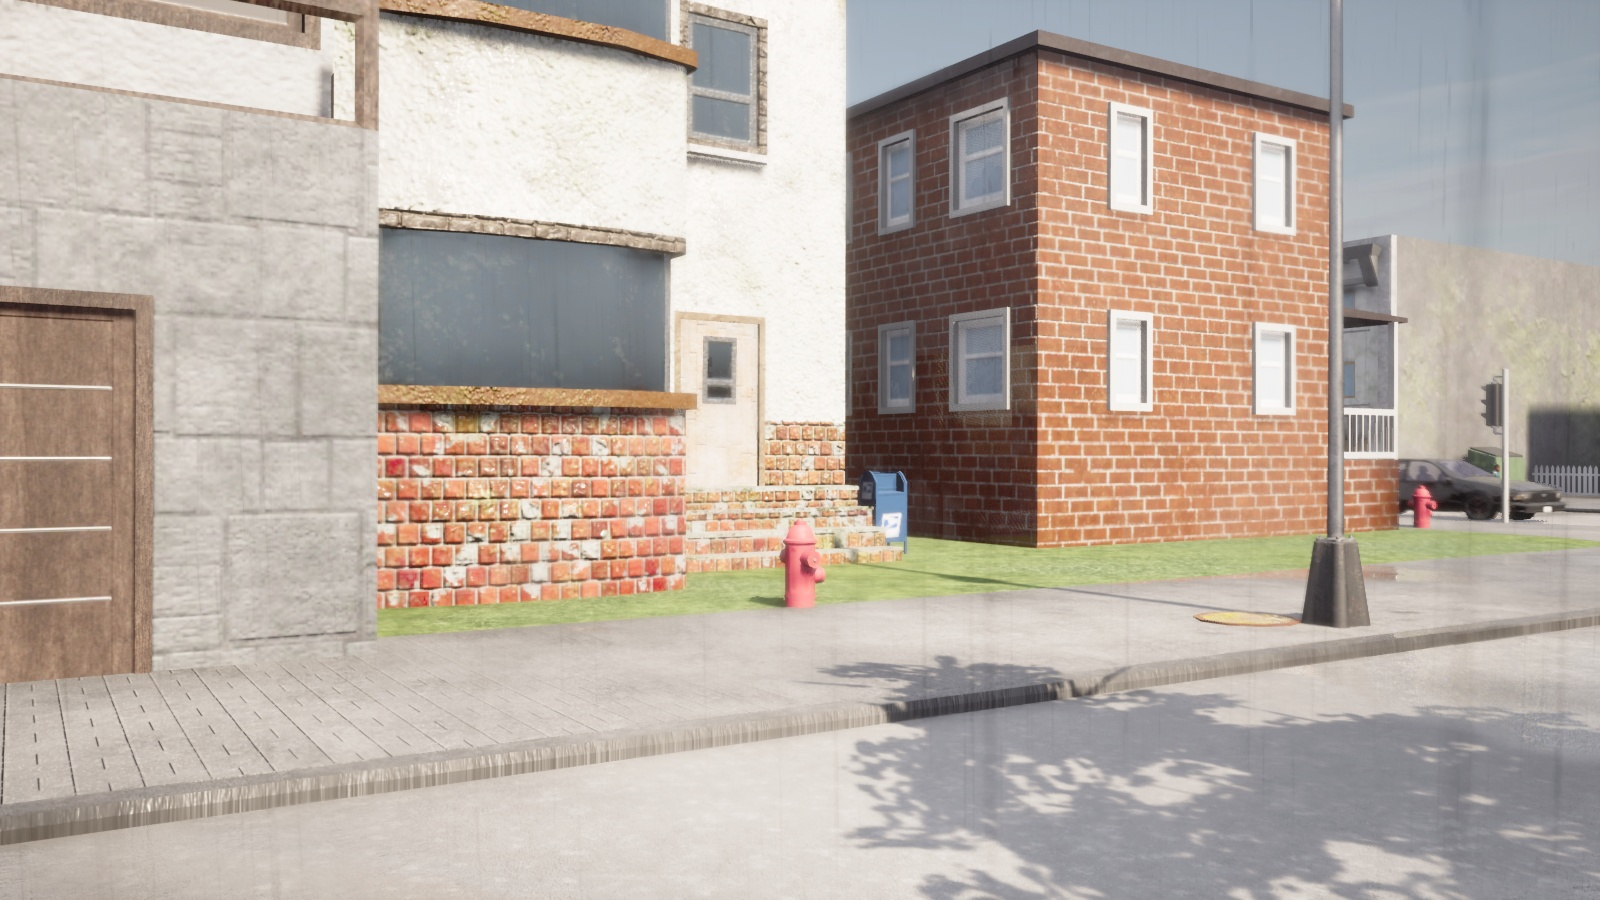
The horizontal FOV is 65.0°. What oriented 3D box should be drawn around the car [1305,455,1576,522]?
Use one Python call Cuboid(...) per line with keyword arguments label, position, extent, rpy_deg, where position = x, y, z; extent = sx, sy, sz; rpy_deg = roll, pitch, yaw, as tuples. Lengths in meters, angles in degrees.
Cuboid(label="car", position=(14.781, 0.833, 29.365), extent=(2.033, 1.411, 5.357), rpy_deg=(0, 0, -32))
